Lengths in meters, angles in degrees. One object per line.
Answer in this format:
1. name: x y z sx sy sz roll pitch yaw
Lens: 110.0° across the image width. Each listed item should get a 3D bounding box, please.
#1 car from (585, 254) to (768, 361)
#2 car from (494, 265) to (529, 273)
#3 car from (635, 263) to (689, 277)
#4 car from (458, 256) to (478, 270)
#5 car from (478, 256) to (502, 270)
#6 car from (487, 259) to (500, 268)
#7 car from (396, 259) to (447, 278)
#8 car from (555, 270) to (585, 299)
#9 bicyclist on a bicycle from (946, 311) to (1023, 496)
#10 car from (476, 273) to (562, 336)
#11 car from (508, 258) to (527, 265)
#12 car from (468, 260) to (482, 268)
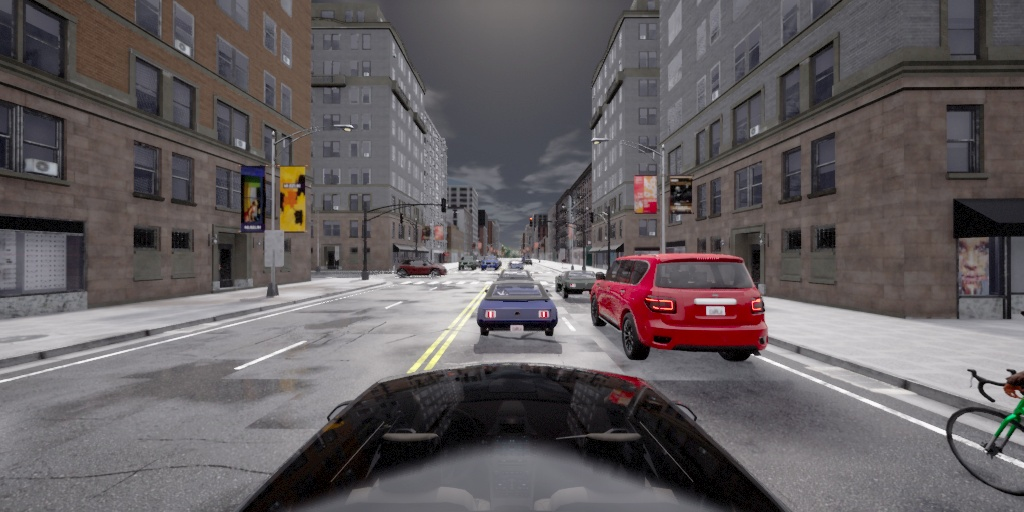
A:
1. car: 3.347 0.972 8.427 2.150 2.045 5.566 0 0 2
2. car: 0.163 1.355 19.457 1.895 1.301 4.718 0 0 0
3. car: 15.187 1.410 36.480 4.718 1.301 1.895 0 0 0
4. car: -6.405 0.990 52.058 2.150 2.045 5.566 0 0 0
5. car: -3.130 0.990 51.758 2.150 2.045 5.566 0 0 2
6. car: -3.102 1.296 61.275 1.812 1.442 4.674 0 0 1
7. car: -8.420 1.100 33.709 4.553 1.767 2.097 0 0 0
8. car: 3.308 1.354 18.196 1.895 1.301 4.718 0 0 0
9. bicyclist on a bicycle: 4.148 1.203 2.609 0.582 1.620 1.656 0 0 0
10. car: 0.129 1.352 10.352 1.895 1.301 4.718 0 0 0
11. car: 0.509 1.315 50.461 2.033 1.411 5.357 0 0 -4
12. car: -6.355 1.335 61.464 1.994 1.385 4.181 0 0 0
